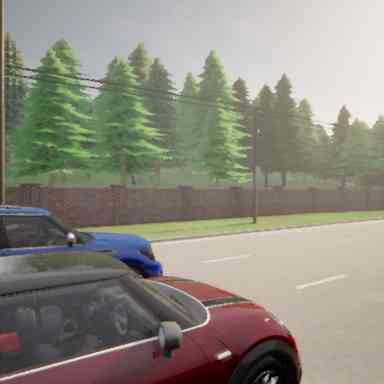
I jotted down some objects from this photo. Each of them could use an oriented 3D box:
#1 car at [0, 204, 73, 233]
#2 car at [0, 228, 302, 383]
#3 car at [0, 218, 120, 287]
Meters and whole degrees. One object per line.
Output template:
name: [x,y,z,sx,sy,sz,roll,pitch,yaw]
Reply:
car: [-3.241,1.221,5.735,5.566,2.045,2.150,0,0,-36]
car: [-1.085,1.351,2.973,4.553,1.767,2.097,0,0,-36]
car: [-4.357,1.562,9.238,4.181,1.385,1.994,0,0,-36]
